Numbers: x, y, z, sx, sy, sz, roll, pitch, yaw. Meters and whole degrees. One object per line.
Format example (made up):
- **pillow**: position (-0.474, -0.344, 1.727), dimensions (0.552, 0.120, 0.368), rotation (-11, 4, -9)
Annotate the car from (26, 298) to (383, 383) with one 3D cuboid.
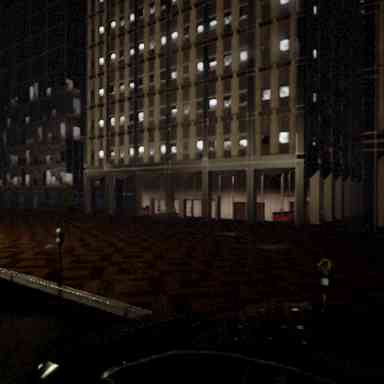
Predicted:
- **car**: position (0.529, 1.560, 2.501), dimensions (4.313, 1.339, 1.947), rotation (0, 0, 36)
